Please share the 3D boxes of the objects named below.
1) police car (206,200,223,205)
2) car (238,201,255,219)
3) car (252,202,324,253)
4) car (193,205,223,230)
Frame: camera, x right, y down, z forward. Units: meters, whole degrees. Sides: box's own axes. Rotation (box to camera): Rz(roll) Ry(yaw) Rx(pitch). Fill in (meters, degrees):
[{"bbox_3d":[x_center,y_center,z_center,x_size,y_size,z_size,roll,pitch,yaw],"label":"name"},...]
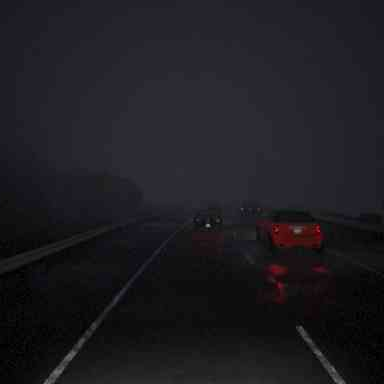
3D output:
[{"bbox_3d":[2.812,1.856,41.722,1.930,1.638,5.238,0,-1,3],"label":"police car"},{"bbox_3d":[5.752,1.704,33.612,2.097,1.767,4.553,0,-1,6],"label":"car"},{"bbox_3d":[4.108,1.508,14.662,2.097,1.767,4.553,0,-1,3],"label":"car"},{"bbox_3d":[1.198,1.840,23.164,1.895,1.301,4.718,0,-1,5],"label":"car"}]
